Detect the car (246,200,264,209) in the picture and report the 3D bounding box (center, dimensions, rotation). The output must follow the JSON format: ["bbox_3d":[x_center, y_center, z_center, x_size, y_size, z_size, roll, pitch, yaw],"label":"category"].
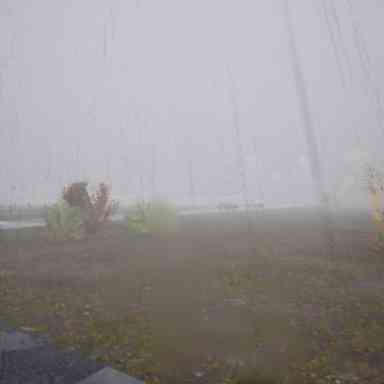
[{"bbox_3d":[11.954,2.209,62.838,2.097,1.767,4.553,-2,-2,36],"label":"car"}]

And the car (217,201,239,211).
[{"bbox_3d":[5.972,2.234,54.418,2.128,1.511,4.902,-2,-2,36],"label":"car"}]
